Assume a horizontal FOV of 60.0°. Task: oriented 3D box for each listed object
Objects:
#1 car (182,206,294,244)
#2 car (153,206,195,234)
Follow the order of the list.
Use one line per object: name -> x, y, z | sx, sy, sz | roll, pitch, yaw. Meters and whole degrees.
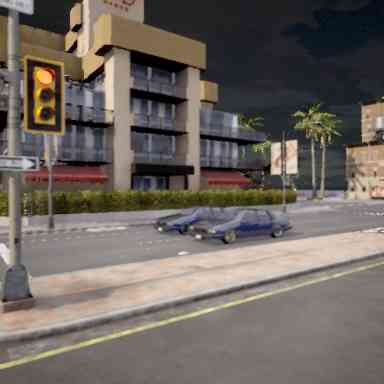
car -> 2.439, 1.470, 15.545 | 5.357, 1.411, 2.033 | -1, 0, -35
car -> 0.545, 1.468, 18.493 | 5.357, 1.411, 2.033 | -1, 0, -35
